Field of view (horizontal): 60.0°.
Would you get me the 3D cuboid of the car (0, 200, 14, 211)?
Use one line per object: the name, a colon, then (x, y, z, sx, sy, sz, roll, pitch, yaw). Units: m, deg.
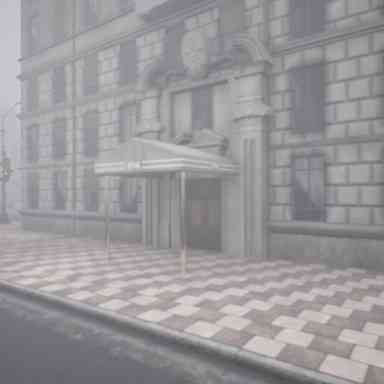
car: (-25.438, 1.724, 42.326, 1.882, 1.535, 5.008, 0, 0, 35)
